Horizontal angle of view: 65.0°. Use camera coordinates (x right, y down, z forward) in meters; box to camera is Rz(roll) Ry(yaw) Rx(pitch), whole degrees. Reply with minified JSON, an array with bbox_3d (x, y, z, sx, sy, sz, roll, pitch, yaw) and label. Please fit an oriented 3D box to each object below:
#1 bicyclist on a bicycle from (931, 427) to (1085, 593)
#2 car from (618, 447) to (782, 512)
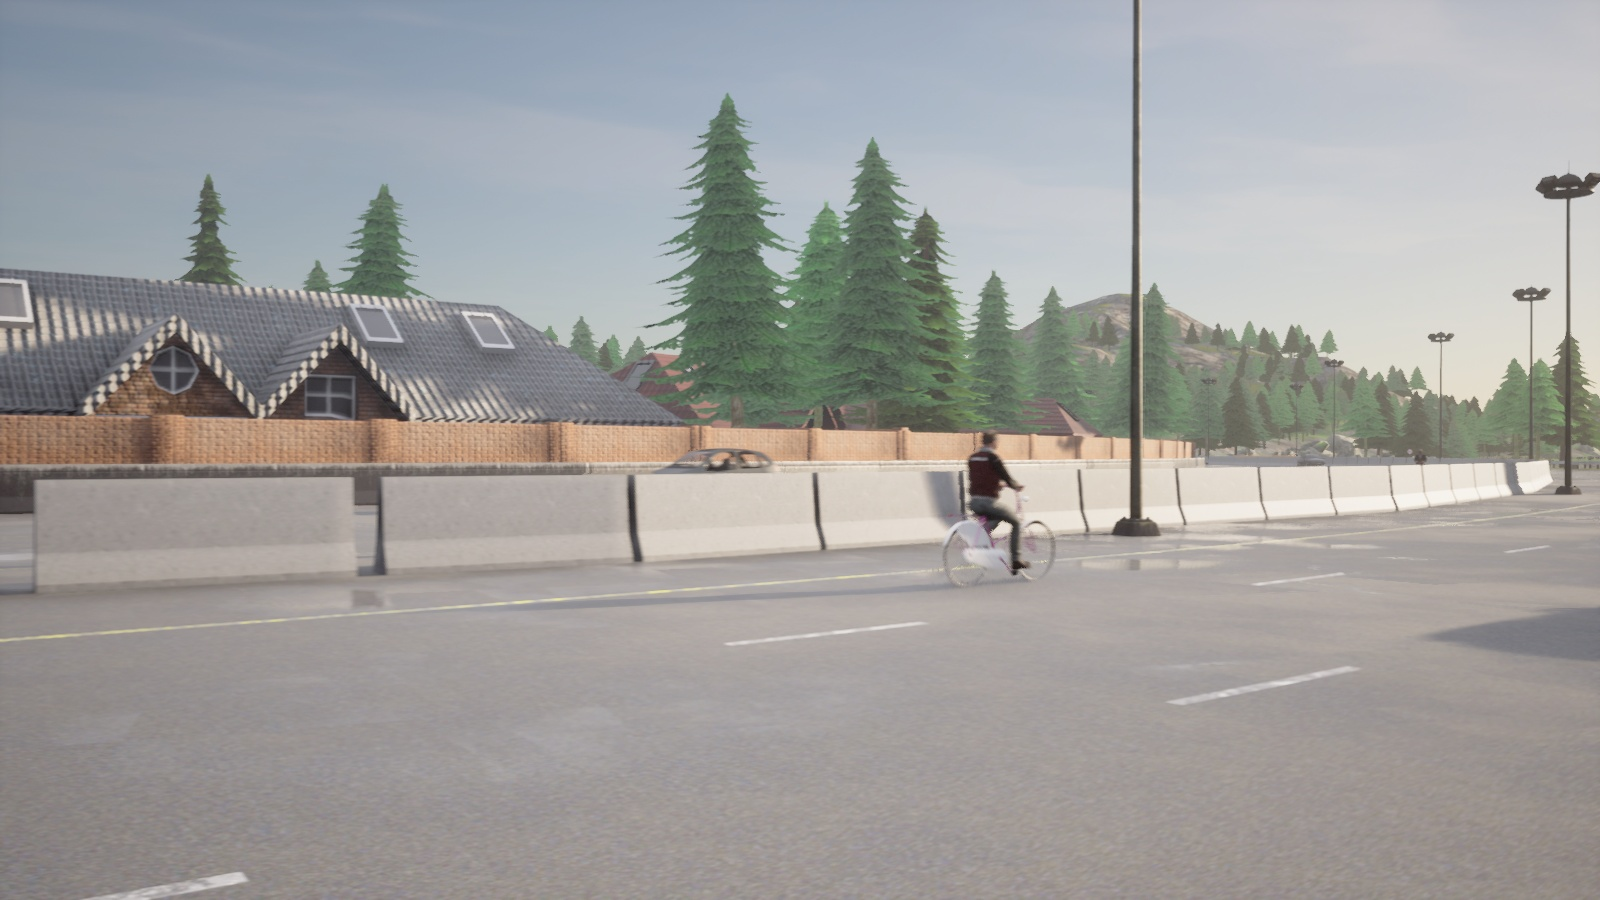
[{"bbox_3d":[2.392,0.646,14.336,1.843,1.776,0.659,0,0,-39],"label":"bicyclist on a bicycle"},{"bbox_3d":[-2.585,0.730,33.011,3.988,1.617,1.851,0,0,-42],"label":"car"}]
